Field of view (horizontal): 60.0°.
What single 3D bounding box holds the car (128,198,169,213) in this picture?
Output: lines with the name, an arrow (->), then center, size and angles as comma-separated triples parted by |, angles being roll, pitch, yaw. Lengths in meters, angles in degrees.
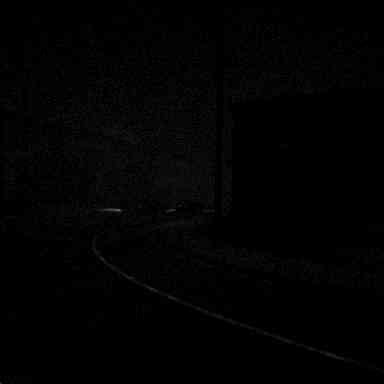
car -> -4.568, 1.566, 37.876 | 2.033, 1.411, 5.357 | 1, 0, 25

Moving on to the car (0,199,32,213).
car -> -18.395, 1.405, 32.662 | 2.033, 1.411, 5.357 | 1, 0, 21

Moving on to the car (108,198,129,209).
car -> -9.099, 1.529, 45.129 | 2.033, 1.411, 5.357 | 1, 0, 25

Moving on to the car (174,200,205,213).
car -> -0.235, 1.615, 38.877 | 2.033, 1.411, 5.357 | 1, 0, 25
